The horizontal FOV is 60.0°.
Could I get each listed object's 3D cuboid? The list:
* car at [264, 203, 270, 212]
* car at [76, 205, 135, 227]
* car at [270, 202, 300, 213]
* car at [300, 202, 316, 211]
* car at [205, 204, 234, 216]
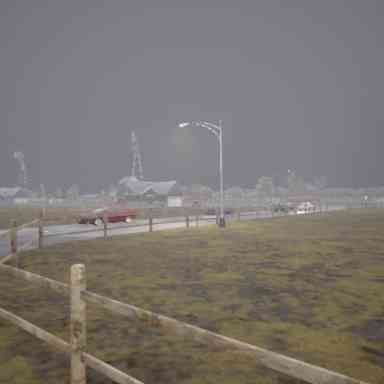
[{"bbox_3d":[13.379,2.439,54.023,2.128,1.511,4.902,-2,-2,36],"label":"car"},{"bbox_3d":[-6.694,1.812,26.136,1.882,1.535,5.008,-2,-1,36],"label":"car"},{"bbox_3d":[13.437,2.244,47.919,1.837,1.490,4.892,-2,-2,36],"label":"car"},{"bbox_3d":[19.454,2.455,56.324,1.812,1.442,4.674,-2,-2,36],"label":"car"},{"bbox_3d":[3.330,2.186,40.138,1.994,1.385,4.181,-2,-2,36],"label":"car"}]
